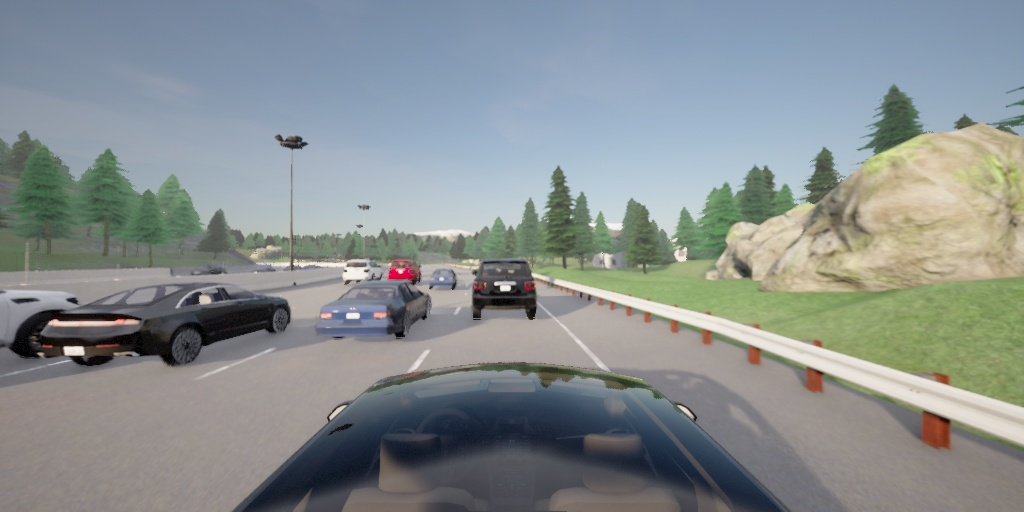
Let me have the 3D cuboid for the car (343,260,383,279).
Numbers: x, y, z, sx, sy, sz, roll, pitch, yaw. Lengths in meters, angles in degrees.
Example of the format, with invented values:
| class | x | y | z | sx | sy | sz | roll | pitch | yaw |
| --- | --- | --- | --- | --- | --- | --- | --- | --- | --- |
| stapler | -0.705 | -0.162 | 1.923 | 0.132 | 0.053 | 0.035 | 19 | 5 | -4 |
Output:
| class | x | y | z | sx | sy | sz | roll | pitch | yaw |
| --- | --- | --- | --- | --- | --- | --- | --- | --- | --- |
| car | -12.658 | 1.374 | 30.742 | 2.150 | 2.045 | 5.566 | 0 | -1 | -8 |

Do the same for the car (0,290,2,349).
| class | x | y | z | sx | sy | sz | roll | pitch | yaw |
| --- | --- | --- | --- | --- | --- | --- | --- | --- | --- |
| car | -10.533 | 1.046 | 5.625 | 2.150 | 2.045 | 5.566 | 0 | 0 | -1 |

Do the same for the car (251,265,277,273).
| class | x | y | z | sx | sy | sz | roll | pitch | yaw |
| --- | --- | --- | --- | --- | --- | --- | --- | --- | --- |
| car | -34.279 | 1.970 | 49.676 | 1.812 | 1.442 | 4.674 | 0 | 0 | -15 |

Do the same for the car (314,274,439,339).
| class | x | y | z | sx | sy | sz | roll | pitch | yaw |
| --- | --- | --- | --- | --- | --- | --- | --- | --- | --- |
| car | -3.671 | 1.418 | 10.501 | 2.033 | 1.411 | 5.357 | 0 | -1 | -3 |

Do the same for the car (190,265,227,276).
| class | x | y | z | sx | sy | sz | roll | pitch | yaw |
| --- | --- | --- | --- | --- | --- | --- | --- | --- | --- |
| car | -36.714 | 1.860 | 43.509 | 2.128 | 1.511 | 4.902 | 0 | -1 | -13 |

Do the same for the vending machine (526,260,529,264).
| class | x | y | z | sx | sy | sz | roll | pitch | yaw |
| --- | --- | --- | --- | --- | --- | --- | --- | --- | --- |
| vending machine | 1.414 | 1.443 | 40.425 | 1.100 | 2.100 | 0.880 | 0 | 0 | -10 |

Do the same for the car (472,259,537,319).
| class | x | y | z | sx | sy | sz | roll | pitch | yaw |
| --- | --- | --- | --- | --- | --- | --- | --- | --- | --- |
| car | -0.353 | 1.127 | 13.708 | 2.150 | 2.045 | 5.566 | 0 | -1 | -3 |

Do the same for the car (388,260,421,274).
| class | x | y | z | sx | sy | sz | roll | pitch | yaw |
| --- | --- | --- | --- | --- | --- | --- | --- | --- | --- |
| car | -9.145 | 1.368 | 30.877 | 2.150 | 2.045 | 5.566 | 0 | -1 | -8 |

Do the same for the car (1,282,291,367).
| class | x | y | z | sx | sy | sz | roll | pitch | yaw |
| --- | --- | --- | --- | --- | --- | --- | --- | --- | --- |
| car | -7.121 | 1.342 | 8.205 | 2.128 | 1.511 | 4.902 | 0 | -1 | -2 |

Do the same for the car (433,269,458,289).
| class | x | y | z | sx | sy | sz | roll | pitch | yaw |
| --- | --- | --- | --- | --- | --- | --- | --- | --- | --- |
| car | -5.015 | 1.628 | 26.479 | 2.033 | 1.411 | 5.357 | 0 | -1 | -7 |

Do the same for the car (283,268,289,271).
| class | x | y | z | sx | sy | sz | roll | pitch | yaw |
| --- | --- | --- | --- | --- | --- | --- | --- | --- | --- |
| car | -30.948 | 2.000 | 51.060 | 2.033 | 1.411 | 5.357 | 0 | -1 | -17 |

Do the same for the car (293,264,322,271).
| class | x | y | z | sx | sy | sz | roll | pitch | yaw |
| --- | --- | --- | --- | --- | --- | --- | --- | --- | --- |
| car | -26.963 | 1.884 | 48.003 | 1.882 | 1.535 | 5.008 | 0 | 0 | -13 |
